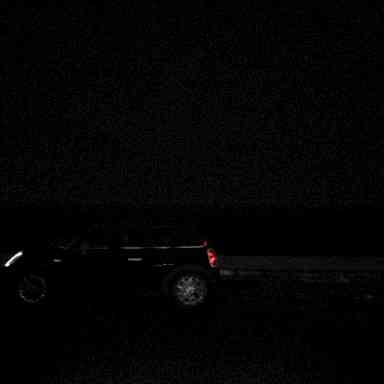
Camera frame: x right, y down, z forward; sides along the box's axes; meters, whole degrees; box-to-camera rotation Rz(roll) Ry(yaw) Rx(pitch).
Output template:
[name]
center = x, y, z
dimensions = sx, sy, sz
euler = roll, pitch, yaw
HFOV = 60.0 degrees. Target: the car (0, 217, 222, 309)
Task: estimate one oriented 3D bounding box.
[car]
center = -1.654, 1.357, 7.380
dimensions = 4.553, 1.767, 2.097
euler = 1, 0, -1
